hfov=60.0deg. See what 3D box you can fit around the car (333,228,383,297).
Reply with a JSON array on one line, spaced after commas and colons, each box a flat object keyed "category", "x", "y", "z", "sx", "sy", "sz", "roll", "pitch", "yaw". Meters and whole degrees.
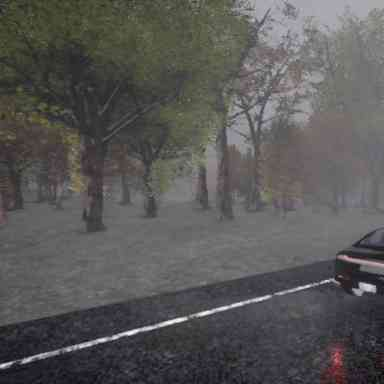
[{"category": "car", "x": 5.144, "y": 1.519, "z": 7.417, "sx": 4.902, "sy": 1.511, "sz": 2.128, "roll": 0, "pitch": 0, "yaw": -35}]
